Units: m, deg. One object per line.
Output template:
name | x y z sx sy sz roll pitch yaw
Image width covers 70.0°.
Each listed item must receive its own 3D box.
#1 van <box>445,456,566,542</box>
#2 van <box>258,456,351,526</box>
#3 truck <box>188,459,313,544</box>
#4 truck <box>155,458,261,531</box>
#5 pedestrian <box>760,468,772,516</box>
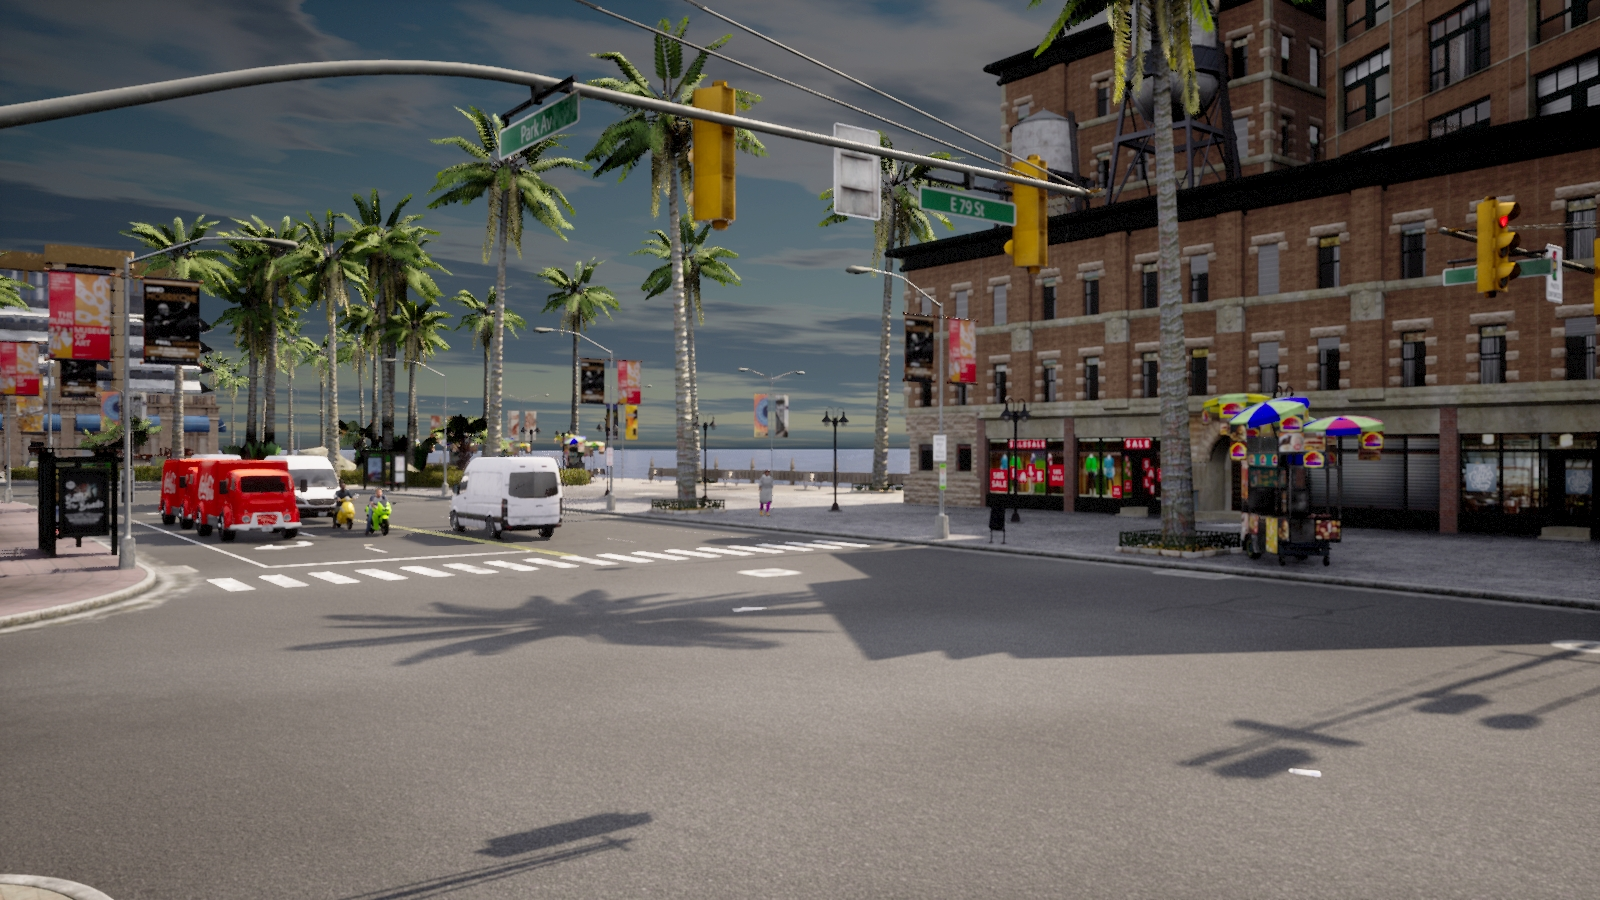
van | -9.764 1.508 37.464 1.988 2.561 5.915 0 0 -34
van | -19.576 1.516 44.957 1.988 2.561 5.915 0 0 -37
truck | -17.751 1.553 36.762 2.627 2.467 5.204 0 0 -37
truck | -21.957 1.556 42.281 2.627 2.467 5.204 0 0 -37
pedestrian | -1.335 1.650 44.604 0.375 1.860 0.375 0 0 -19
